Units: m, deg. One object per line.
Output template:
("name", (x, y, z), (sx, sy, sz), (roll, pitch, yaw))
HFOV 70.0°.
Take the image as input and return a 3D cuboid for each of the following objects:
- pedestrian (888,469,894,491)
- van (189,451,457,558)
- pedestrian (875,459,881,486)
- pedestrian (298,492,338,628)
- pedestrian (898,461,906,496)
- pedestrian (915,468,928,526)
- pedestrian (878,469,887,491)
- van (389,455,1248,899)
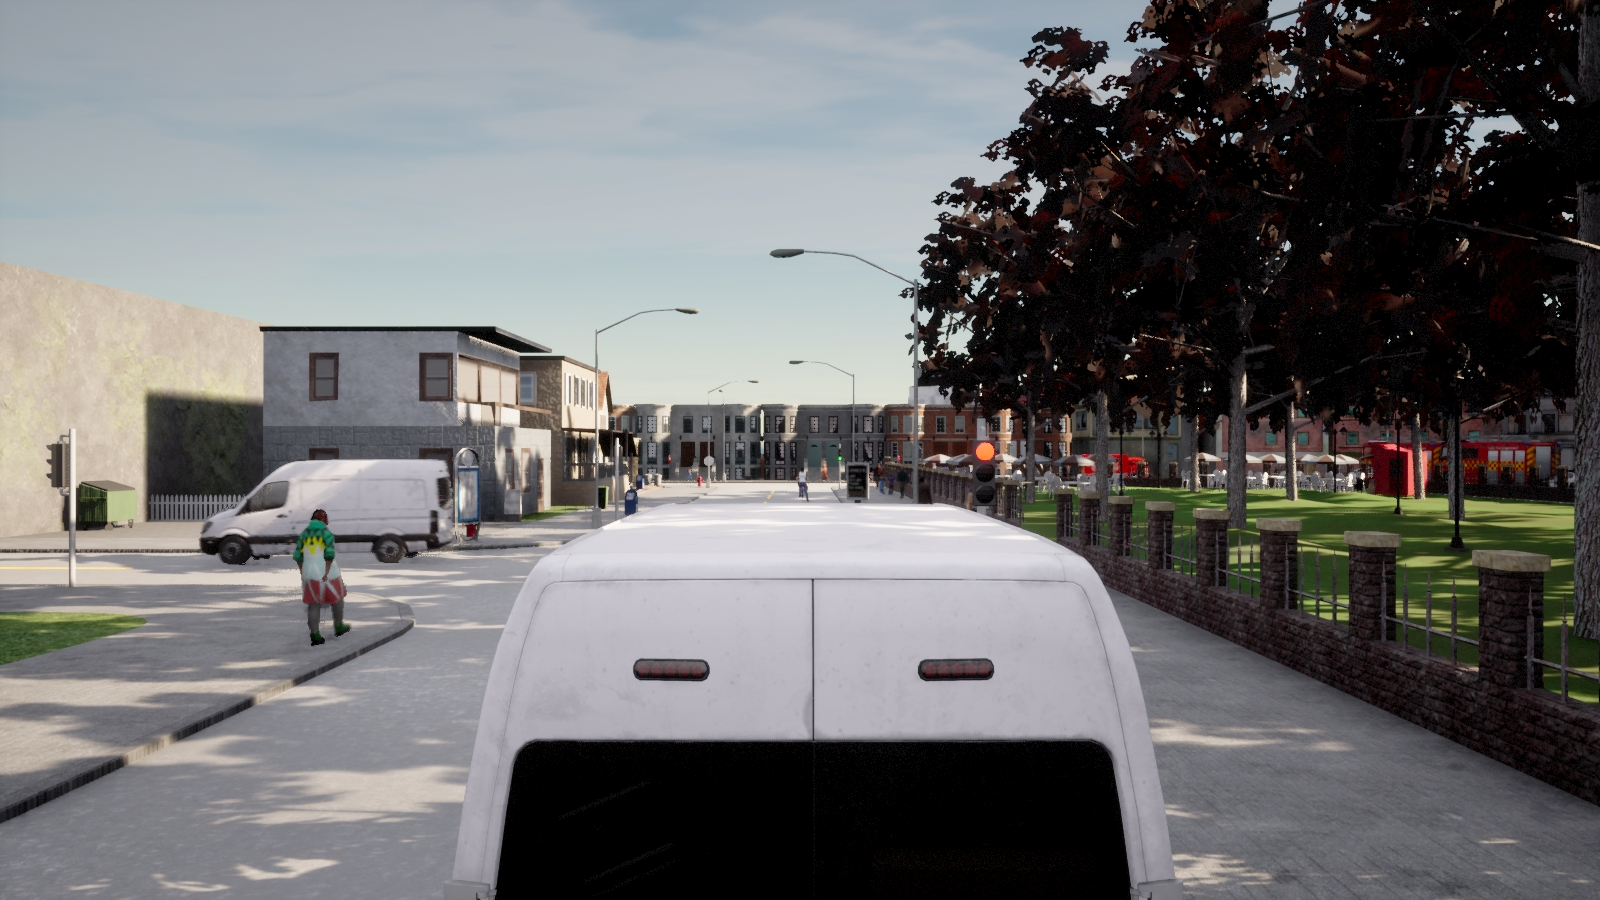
("pedestrian", (5.450, 1.804, 68.437), (0.375, 1.300, 0.375), (0, 0, 10))
("van", (-11.877, 1.314, 28.819), (5.915, 2.561, 1.988), (0, 0, -6))
("pedestrian", (5.269, 1.516, 77.124), (0.375, 1.860, 0.375), (0, 0, 0))
("pedestrian", (-6.699, 1.516, 15.898), (0.375, 1.860, 0.375), (0, 0, 8))
("pedestrian", (5.455, 1.525, 61.069), (0.375, 1.860, 0.375), (0, 0, -4))
("pedestrian", (3.925, 1.525, 36.961), (0.375, 1.860, 0.375), (0, 0, 0))
("pedestrian", (4.977, 1.805, 68.806), (0.375, 1.300, 0.375), (0, 0, 38))
("van", (0.036, 1.314, 5.605), (1.988, 2.561, 5.915), (0, 0, 0))
